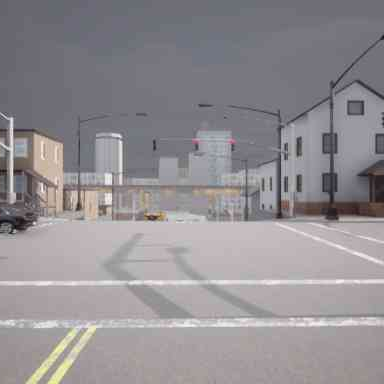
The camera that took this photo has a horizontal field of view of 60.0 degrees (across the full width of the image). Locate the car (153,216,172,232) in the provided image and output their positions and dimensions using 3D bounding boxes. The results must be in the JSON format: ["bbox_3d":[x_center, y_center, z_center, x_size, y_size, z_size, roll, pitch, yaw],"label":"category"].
[{"bbox_3d":[-3.780,4.226,43.726,2.128,1.511,4.902,0,-13,-1],"label":"car"}]

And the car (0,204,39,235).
[{"bbox_3d":[-10.771,1.446,17.632,4.892,1.490,1.837,-1,0,-1],"label":"car"}]

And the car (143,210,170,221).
[{"bbox_3d":[-3.673,2.529,33.502,1.882,1.535,5.008,0,-9,1],"label":"car"}]
